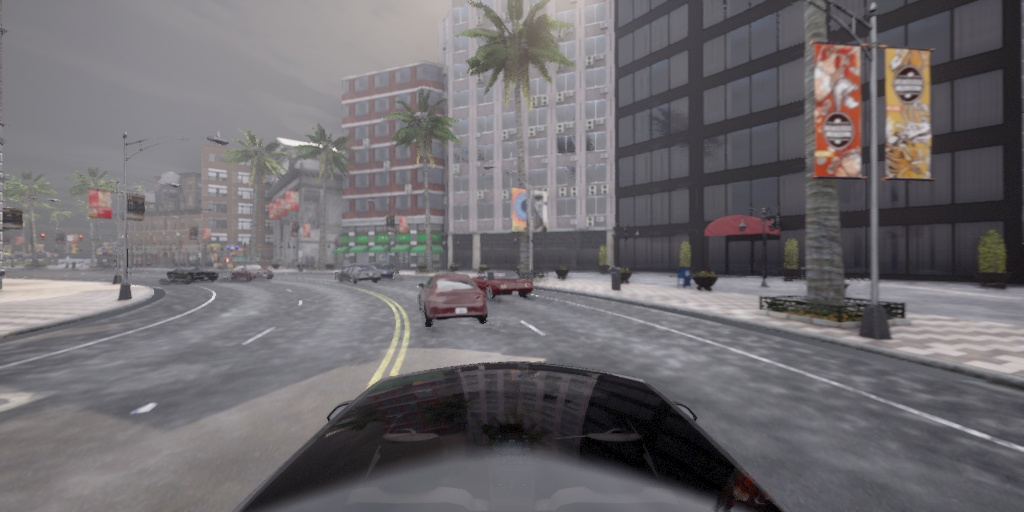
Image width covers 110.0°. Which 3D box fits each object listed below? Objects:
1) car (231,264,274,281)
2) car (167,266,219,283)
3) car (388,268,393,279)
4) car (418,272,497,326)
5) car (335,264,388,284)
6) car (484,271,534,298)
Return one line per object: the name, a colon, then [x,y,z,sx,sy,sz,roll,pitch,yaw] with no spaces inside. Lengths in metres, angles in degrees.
car: [-23.273,1.429,32.054,4.674,1.442,1.812,0,0,30]
car: [-26.706,1.515,30.057,4.718,1.301,1.895,0,0,27]
car: [-12.821,1.426,33.240,4.181,1.385,1.994,0,0,41]
car: [-2.047,1.303,11.829,1.812,1.442,4.674,0,0,-17]
car: [-12.046,1.397,27.950,2.033,1.411,5.357,0,0,-44]
car: [-0.821,1.385,18.181,1.895,1.301,4.718,0,0,-26]
